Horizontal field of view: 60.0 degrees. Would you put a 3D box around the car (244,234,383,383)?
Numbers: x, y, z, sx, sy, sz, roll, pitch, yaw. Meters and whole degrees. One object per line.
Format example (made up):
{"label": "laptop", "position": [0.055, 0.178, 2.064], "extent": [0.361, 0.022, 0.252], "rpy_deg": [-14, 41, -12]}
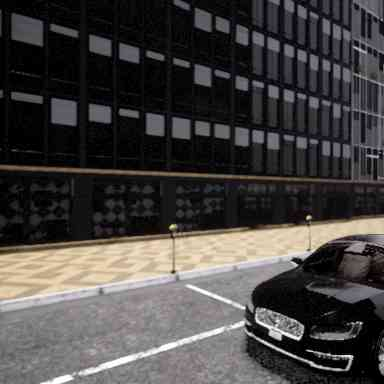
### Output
{"label": "car", "position": [3.008, 1.522, 5.524], "extent": [4.892, 1.490, 1.837], "rpy_deg": [0, 0, -35]}
